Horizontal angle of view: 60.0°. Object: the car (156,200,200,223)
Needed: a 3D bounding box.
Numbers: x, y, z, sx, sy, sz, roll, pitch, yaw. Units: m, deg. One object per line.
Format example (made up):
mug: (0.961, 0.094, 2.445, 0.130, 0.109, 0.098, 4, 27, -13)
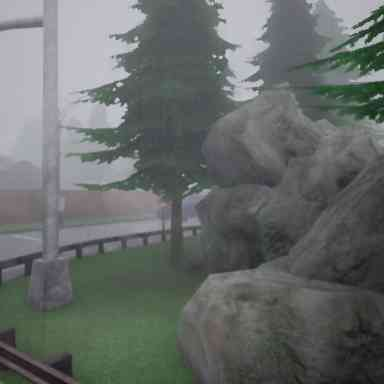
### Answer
car: (-0.354, 1.183, 25.883, 2.150, 2.045, 5.566, 0, 0, 36)
